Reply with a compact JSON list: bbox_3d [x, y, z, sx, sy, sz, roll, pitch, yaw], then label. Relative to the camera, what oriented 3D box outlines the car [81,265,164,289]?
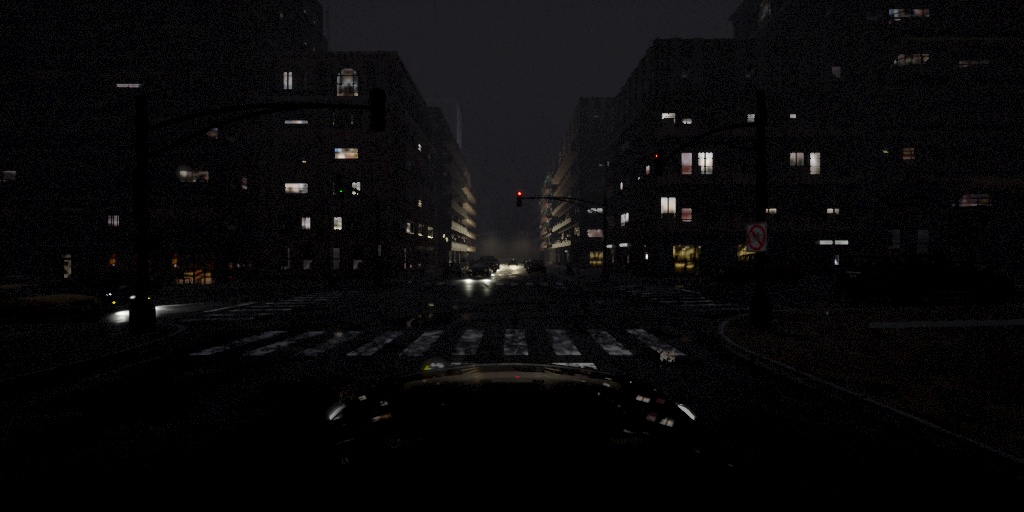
[{"bbox_3d":[-23.551,1.462,21.114,5.009,1.841,2.192,0,0,0],"label":"car"}]

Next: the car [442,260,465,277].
[{"bbox_3d":[-5.608,1.322,35.099,1.948,1.339,4.313,0,0,0],"label":"car"}]

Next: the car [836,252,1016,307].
[{"bbox_3d":[14.738,0.775,13.006,5.009,1.841,2.192,0,0,0],"label":"car"}]

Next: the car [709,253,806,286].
[{"bbox_3d":[14.624,0.759,21.385,5.009,1.841,2.192,0,0,0],"label":"car"}]

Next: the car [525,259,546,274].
[{"bbox_3d":[2.786,1.198,40.763,1.967,1.591,4.097,0,0,0],"label":"car"}]

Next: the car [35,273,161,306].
[{"bbox_3d":[-18.288,1.627,15.388,4.181,1.385,1.994,-1,0,0],"label":"car"}]

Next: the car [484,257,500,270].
[{"bbox_3d":[-2.955,1.116,54.397,2.097,1.767,4.553,0,0,0],"label":"car"}]

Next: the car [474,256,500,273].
[{"bbox_3d":[-2.995,0.981,44.065,2.150,2.045,5.566,0,0,0],"label":"car"}]

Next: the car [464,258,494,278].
[{"bbox_3d":[-3.022,1.233,34.083,1.882,1.535,5.008,0,0,0],"label":"car"}]

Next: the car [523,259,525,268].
[{"bbox_3d":[2.801,1.200,46.446,1.967,1.591,4.097,0,0,0],"label":"car"}]

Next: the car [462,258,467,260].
[{"bbox_3d":[-5.594,1.283,40.612,1.751,1.417,4.829,0,0,0],"label":"car"}]

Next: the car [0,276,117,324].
[{"bbox_3d":[-17.603,1.585,12.803,4.829,1.417,1.751,0,0,0],"label":"car"}]

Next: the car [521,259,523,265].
[{"bbox_3d":[2.829,1.348,57.811,1.802,1.307,4.207,0,0,0],"label":"car"}]
